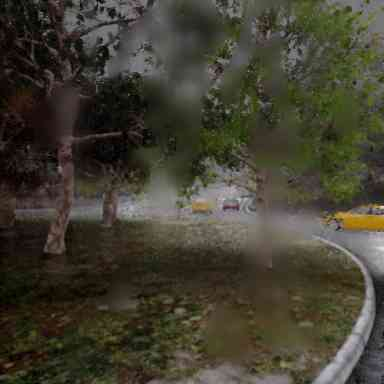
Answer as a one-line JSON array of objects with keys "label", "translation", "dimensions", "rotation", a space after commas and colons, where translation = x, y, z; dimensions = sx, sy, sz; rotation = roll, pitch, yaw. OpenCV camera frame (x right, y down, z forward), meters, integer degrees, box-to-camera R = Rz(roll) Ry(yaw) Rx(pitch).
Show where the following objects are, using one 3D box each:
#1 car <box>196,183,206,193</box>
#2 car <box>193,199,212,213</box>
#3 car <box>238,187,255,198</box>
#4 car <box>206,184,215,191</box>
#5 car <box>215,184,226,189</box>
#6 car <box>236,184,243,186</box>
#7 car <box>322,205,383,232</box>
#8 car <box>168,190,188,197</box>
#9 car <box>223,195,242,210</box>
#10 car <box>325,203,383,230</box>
[{"label": "car", "translation": [0.837, -0.549, 78.374], "dimensions": [1.946, 1.575, 5.366], "rotation": [0, 3, 22]}, {"label": "car", "translation": [1.109, 1.458, 36.804], "dimensions": [1.882, 1.535, 5.008], "rotation": [-1, 1, -1]}, {"label": "car", "translation": [10.396, 0.314, 61.587], "dimensions": [1.994, 1.385, 4.181], "rotation": [0, 3, 21]}, {"label": "car", "translation": [2.988, -1.144, 83.743], "dimensions": [2.435, 2.045, 5.566], "rotation": [0, 3, 22]}, {"label": "car", "translation": [7.083, -1.524, 93.999], "dimensions": [2.163, 1.488, 4.792], "rotation": [0, 3, 22]}, {"label": "car", "translation": [11.559, -0.421, 73.738], "dimensions": [2.033, 1.411, 5.357], "rotation": [0, 3, 22]}, {"label": "car", "translation": [9.853, 1.479, 18.488], "dimensions": [5.008, 1.535, 1.882], "rotation": [0, 0, 44]}, {"label": "car", "translation": [-3.267, 0.113, 68.139], "dimensions": [1.946, 1.575, 5.366], "rotation": [0, 3, 22]}, {"label": "car", "translation": [4.939, 1.428, 41.461], "dimensions": [1.994, 1.385, 4.181], "rotation": [0, 2, 9]}, {"label": "car", "translation": [11.222, 1.527, 21.305], "dimensions": [1.812, 1.442, 4.674], "rotation": [-1, 0, -39]}]
